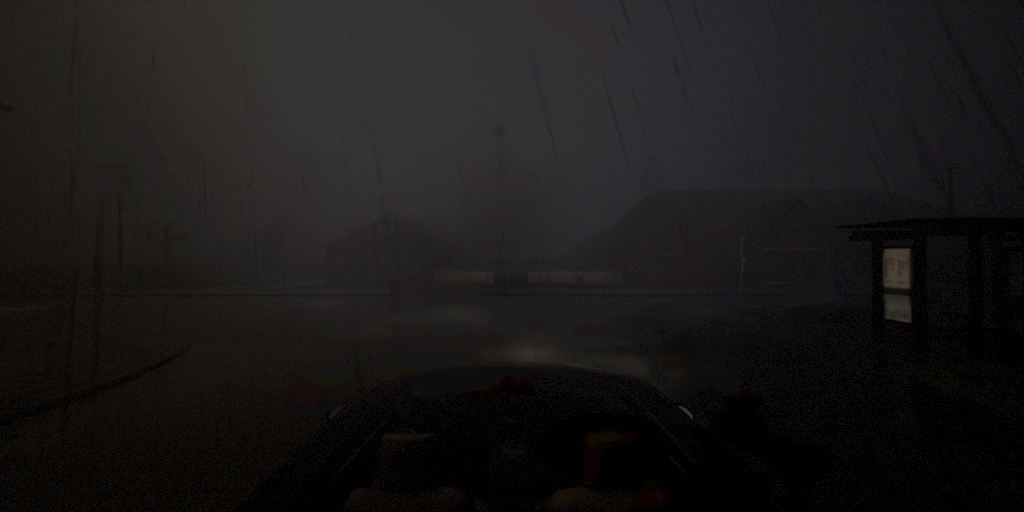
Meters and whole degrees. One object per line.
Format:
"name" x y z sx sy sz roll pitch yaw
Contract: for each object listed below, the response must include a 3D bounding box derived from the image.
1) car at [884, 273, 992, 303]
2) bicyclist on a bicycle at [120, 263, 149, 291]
"car" 20.320 1.461 16.774 4.718 1.301 1.895 0 0 0
"bicyclist on a bicycle" -22.127 1.239 21.040 0.582 1.620 1.656 0 0 0
